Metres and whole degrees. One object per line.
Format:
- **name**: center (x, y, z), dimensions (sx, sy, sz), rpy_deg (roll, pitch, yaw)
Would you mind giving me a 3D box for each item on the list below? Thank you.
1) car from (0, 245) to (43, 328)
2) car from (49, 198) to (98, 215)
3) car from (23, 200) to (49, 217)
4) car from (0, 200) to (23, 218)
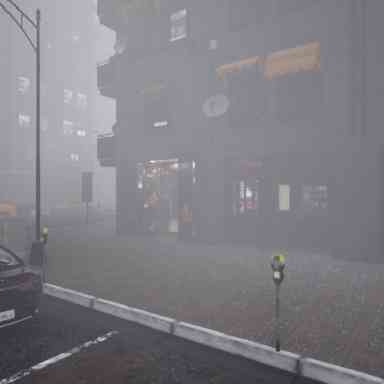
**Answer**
- **car**: center (-4.465, 1.551, 6.056), dimensions (4.403, 1.369, 2.008), rpy_deg (0, 0, 35)
- **car**: center (-10.944, 1.250, 30.490), dimensions (1.752, 1.417, 4.829), rpy_deg (1, 1, 35)
- **car**: center (-14.033, 1.350, 26.064), dimensions (2.008, 1.369, 4.403), rpy_deg (1, 1, 35)
- **car**: center (-13.937, 1.336, 21.283), dimensions (1.882, 1.535, 5.008), rpy_deg (0, 1, 32)
